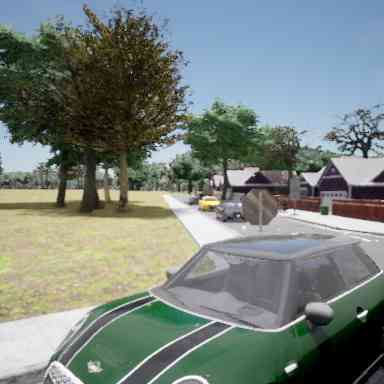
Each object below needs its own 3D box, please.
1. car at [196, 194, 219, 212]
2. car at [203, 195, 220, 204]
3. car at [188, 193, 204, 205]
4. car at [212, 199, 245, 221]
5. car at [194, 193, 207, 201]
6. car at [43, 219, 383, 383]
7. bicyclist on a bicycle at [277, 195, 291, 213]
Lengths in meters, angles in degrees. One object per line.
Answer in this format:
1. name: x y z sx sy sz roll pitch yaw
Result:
1. car: 1.897 1.264 35.669 1.882 1.535 5.008 0 0 -6
2. car: 3.078 1.178 52.820 1.994 1.385 4.181 0 1 -7
3. car: 0.536 1.223 48.914 1.994 1.385 4.181 0 1 -6
4. car: 3.019 1.451 24.972 1.994 1.385 4.181 0 1 -6
5. car: 1.665 0.978 65.307 1.837 1.490 4.892 0 1 -6
6. car: 0.747 1.373 3.907 4.553 1.767 2.097 1 0 -44
7. bicyclist on a bicycle: 8.327 1.126 30.523 1.656 1.620 0.582 0 1 -6
